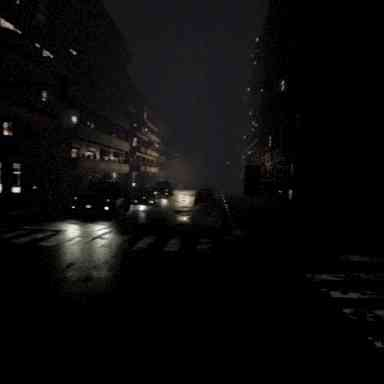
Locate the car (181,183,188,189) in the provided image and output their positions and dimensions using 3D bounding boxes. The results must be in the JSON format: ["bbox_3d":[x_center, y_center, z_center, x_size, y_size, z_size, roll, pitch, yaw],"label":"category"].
[{"bbox_3d":[-2.823,-1.548,86.460,2.008,1.369,4.403,1,2,4],"label":"car"}]

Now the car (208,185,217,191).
[{"bbox_3d":[4.678,-0.916,74.802,1.887,1.381,4.507,1,2,4],"label":"car"}]

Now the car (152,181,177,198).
[{"bbox_3d":[-3.648,-0.351,41.406,2.150,2.045,5.566,2,2,5],"label":"car"}]

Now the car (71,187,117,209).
[{"bbox_3d":[-7.497,0.397,25.865,2.008,1.369,4.403,1,2,4],"label":"car"}]

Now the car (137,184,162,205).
[{"bbox_3d":[-4.512,0.318,30.742,2.033,1.411,5.357,2,2,4],"label":"car"}]

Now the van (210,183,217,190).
[{"bbox_3d":[5.957,-1.644,91.321,1.690,1.788,3.998,1,2,4],"label":"van"}]

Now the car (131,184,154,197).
[{"bbox_3d":[-6.220,-0.249,42.386,1.967,1.590,4.097,1,2,4],"label":"car"}]

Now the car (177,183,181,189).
[{"bbox_3d":[-4.098,-0.992,69.935,1.802,1.307,4.206,1,2,4],"label":"car"}]

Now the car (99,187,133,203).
[{"bbox_3d":[-7.073,0.233,31.373,1.947,1.339,4.313,1,2,4],"label":"car"}]

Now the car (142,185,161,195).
[{"bbox_3d":[-5.799,-0.285,47.900,1.802,1.307,4.206,1,2,4],"label":"car"}]

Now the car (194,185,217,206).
[{"bbox_3d":[1.281,0.396,30.729,1.967,1.590,4.097,1,2,4],"label":"car"}]

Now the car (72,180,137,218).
[{"bbox_3d":[-5.299,0.326,20.461,2.150,2.045,5.566,2,2,4],"label":"car"}]
